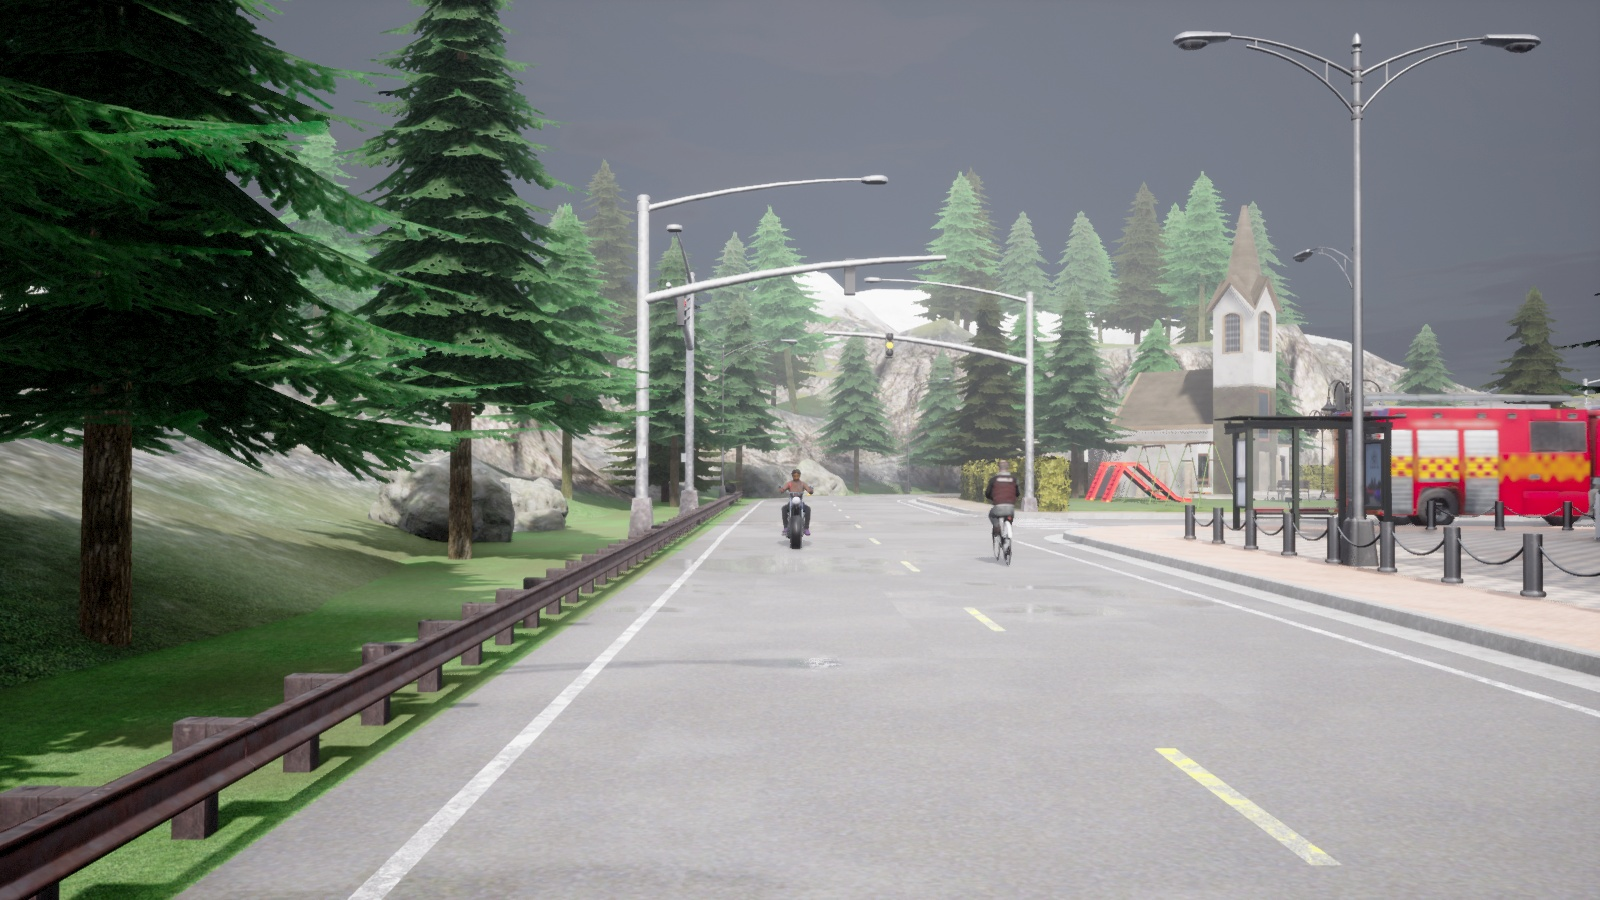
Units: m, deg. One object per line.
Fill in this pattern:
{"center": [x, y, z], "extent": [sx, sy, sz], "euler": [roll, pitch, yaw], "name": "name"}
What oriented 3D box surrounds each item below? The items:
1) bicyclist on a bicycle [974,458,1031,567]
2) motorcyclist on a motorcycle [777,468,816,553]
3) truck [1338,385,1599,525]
{"center": [3.442, 1.031, 21.462], "extent": [0.659, 1.776, 1.843], "euler": [0, -1, 0], "name": "bicyclist on a bicycle"}
{"center": [-0.069, 1.196, 25.705], "extent": [0.766, 1.649, 2.350], "euler": [0, -1, 0], "name": "motorcyclist on a motorcycle"}
{"center": [20.336, 0.158, 36.099], "extent": [8.468, 3.827, 2.891], "euler": [0, -1, -1], "name": "truck"}
